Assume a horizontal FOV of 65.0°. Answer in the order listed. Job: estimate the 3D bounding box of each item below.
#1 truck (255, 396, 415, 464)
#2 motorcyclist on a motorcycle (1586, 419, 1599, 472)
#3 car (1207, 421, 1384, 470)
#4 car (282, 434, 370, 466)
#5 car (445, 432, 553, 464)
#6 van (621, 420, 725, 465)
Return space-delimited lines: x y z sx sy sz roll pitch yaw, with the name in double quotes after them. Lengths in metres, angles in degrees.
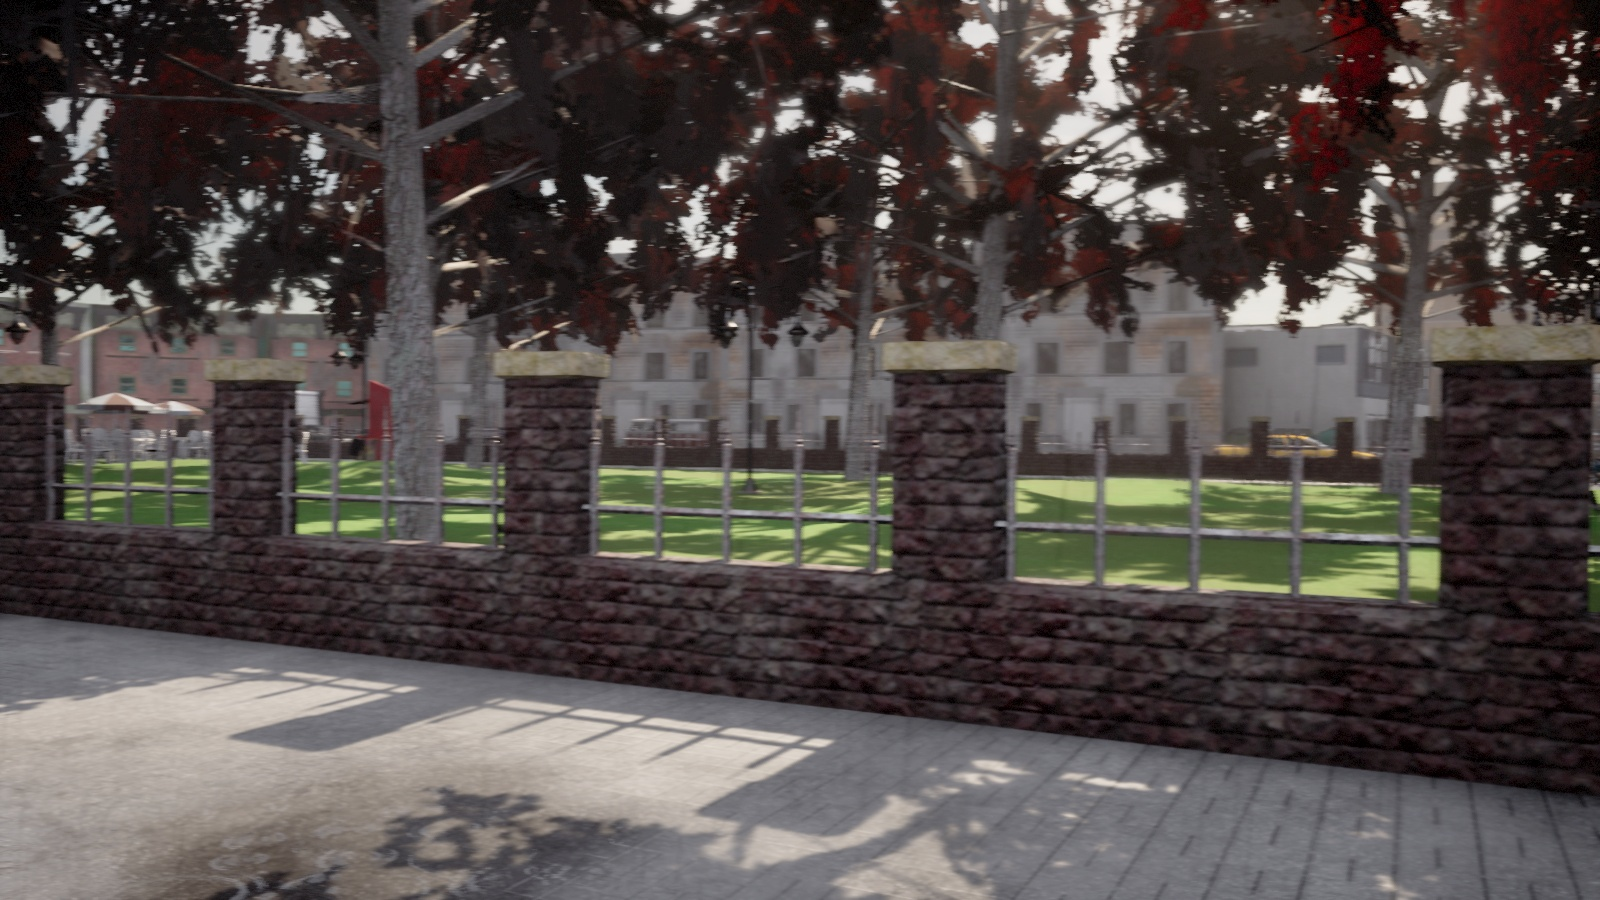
-24.528 -1.031 66.260 7.936 3.462 2.891 0 1 21 "truck"
24.779 -0.155 37.813 1.817 1.590 0.866 0 1 26 "motorcyclist on a motorcycle"
16.504 -0.149 41.904 5.366 1.575 1.801 0 1 26 "car"
-23.184 -0.011 61.406 3.705 1.549 1.789 0 1 19 "car"
-14.818 -0.124 61.802 4.902 1.511 2.128 0 1 26 "car"
-5.826 -0.350 57.368 4.442 1.987 1.775 0 1 26 "van"
